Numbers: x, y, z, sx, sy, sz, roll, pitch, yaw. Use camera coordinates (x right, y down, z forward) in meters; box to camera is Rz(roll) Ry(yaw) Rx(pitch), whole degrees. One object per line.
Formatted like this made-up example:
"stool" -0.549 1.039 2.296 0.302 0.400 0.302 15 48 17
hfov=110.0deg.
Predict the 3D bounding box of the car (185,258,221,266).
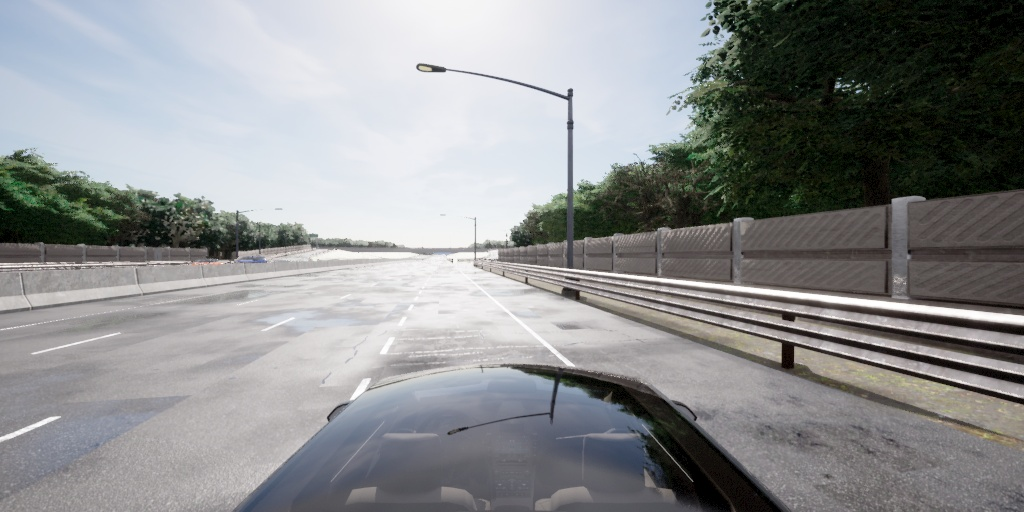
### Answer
"car" -40.687 1.142 47.281 2.097 1.767 4.553 0 0 -10

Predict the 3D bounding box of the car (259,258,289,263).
"car" -29.725 1.295 45.761 1.837 1.490 4.892 0 -1 -11

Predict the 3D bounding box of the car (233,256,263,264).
"car" -38.001 1.022 52.070 2.150 2.045 5.566 0 0 -10
